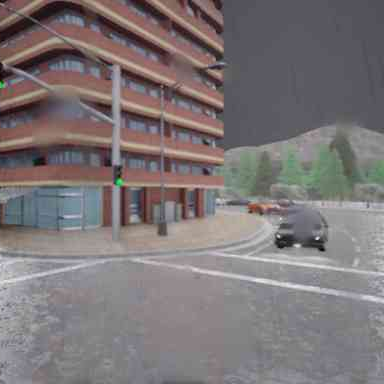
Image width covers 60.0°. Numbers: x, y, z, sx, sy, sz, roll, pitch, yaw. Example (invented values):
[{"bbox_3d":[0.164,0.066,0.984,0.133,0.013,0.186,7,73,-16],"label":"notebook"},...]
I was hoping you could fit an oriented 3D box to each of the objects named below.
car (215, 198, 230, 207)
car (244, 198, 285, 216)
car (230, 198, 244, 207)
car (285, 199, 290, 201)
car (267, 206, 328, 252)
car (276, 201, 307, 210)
[{"bbox_3d":[3.793,1.773,57.698,4.674,1.442,1.812,0,0,44],"label":"car"},{"bbox_3d":[7.449,1.478,34.654,2.097,1.767,4.553,0,0,-11],"label":"car"},{"bbox_3d":[8.080,1.791,58.249,2.033,1.411,5.357,0,0,-42],"label":"car"},{"bbox_3d":[13.355,1.721,50.040,1.812,1.442,4.674,0,0,-27],"label":"car"},{"bbox_3d":[4.902,1.576,14.542,2.033,1.411,5.357,0,0,24],"label":"car"},{"bbox_3d":[7.734,1.621,24.357,2.033,1.411,5.357,0,0,7],"label":"car"}]
